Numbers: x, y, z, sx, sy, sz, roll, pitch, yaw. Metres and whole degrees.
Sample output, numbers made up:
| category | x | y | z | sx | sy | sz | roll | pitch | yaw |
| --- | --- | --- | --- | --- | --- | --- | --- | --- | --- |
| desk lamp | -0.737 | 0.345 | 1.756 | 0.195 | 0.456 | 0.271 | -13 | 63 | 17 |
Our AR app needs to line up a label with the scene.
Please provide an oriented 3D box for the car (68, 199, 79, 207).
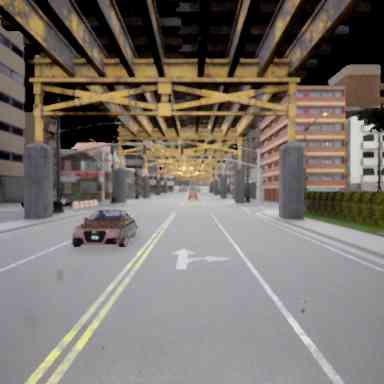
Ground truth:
| category | x | y | z | sx | sy | sz | roll | pitch | yaw |
| --- | --- | --- | --- | --- | --- | --- | --- | --- | --- |
| car | -16.688 | 0.982 | 41.908 | 4.536 | 1.218 | 1.853 | 0 | 0 | -20 |

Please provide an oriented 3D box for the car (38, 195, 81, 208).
| category | x | y | z | sx | sy | sz | roll | pitch | yaw |
| --- | --- | --- | --- | --- | --- | --- | --- | --- | --- |
| car | -16.640 | 1.139 | 41.927 | 4.974 | 1.542 | 2.038 | 0 | 0 | -20 |

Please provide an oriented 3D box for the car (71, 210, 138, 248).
| category | x | y | z | sx | sy | sz | roll | pitch | yaw |
| --- | --- | --- | --- | --- | --- | --- | --- | --- | --- |
| car | -3.553 | 1.458 | 14.167 | 1.994 | 1.385 | 4.181 | 0 | 0 | 0 |

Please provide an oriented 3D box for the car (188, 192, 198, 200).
| category | x | y | z | sx | sy | sz | roll | pitch | yaw |
| --- | --- | --- | --- | --- | --- | --- | --- | --- | --- |
| car | 0.219 | 0.806 | 73.879 | 2.097 | 1.767 | 4.553 | 0 | 1 | 0 |

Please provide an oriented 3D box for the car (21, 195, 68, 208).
| category | x | y | z | sx | sy | sz | roll | pitch | yaw |
| --- | --- | --- | --- | --- | --- | --- | --- | --- | --- |
| car | -16.979 | 1.169 | 37.770 | 4.974 | 1.542 | 2.038 | 0 | 0 | 25 |
